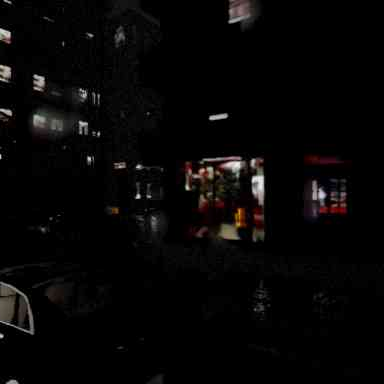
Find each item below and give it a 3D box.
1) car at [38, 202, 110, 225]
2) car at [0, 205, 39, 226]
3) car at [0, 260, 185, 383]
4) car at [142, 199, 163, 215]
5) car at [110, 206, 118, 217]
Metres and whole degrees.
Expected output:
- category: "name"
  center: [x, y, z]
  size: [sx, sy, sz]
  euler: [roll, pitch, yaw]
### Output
- category: "car"
  center: [-8.544, 1.607, 24.422]
  size: [1.994, 1.385, 4.181]
  euler: [-1, 0, 35]
- category: "car"
  center: [-11.695, 1.652, 24.412]
  size: [2.008, 1.369, 4.403]
  euler: [0, 1, 35]
- category: "car"
  center: [-2.137, 1.605, 4.398]
  size: [4.403, 1.369, 2.008]
  euler: [-1, -1, 36]
- category: "car"
  center: [-2.855, 1.411, 32.565]
  size: [1.837, 1.490, 4.892]
  euler: [-1, 0, 35]
- category: "car"
  center: [-8.605, 1.552, 28.837]
  size: [1.752, 1.417, 4.829]
  euler: [0, 1, 35]
